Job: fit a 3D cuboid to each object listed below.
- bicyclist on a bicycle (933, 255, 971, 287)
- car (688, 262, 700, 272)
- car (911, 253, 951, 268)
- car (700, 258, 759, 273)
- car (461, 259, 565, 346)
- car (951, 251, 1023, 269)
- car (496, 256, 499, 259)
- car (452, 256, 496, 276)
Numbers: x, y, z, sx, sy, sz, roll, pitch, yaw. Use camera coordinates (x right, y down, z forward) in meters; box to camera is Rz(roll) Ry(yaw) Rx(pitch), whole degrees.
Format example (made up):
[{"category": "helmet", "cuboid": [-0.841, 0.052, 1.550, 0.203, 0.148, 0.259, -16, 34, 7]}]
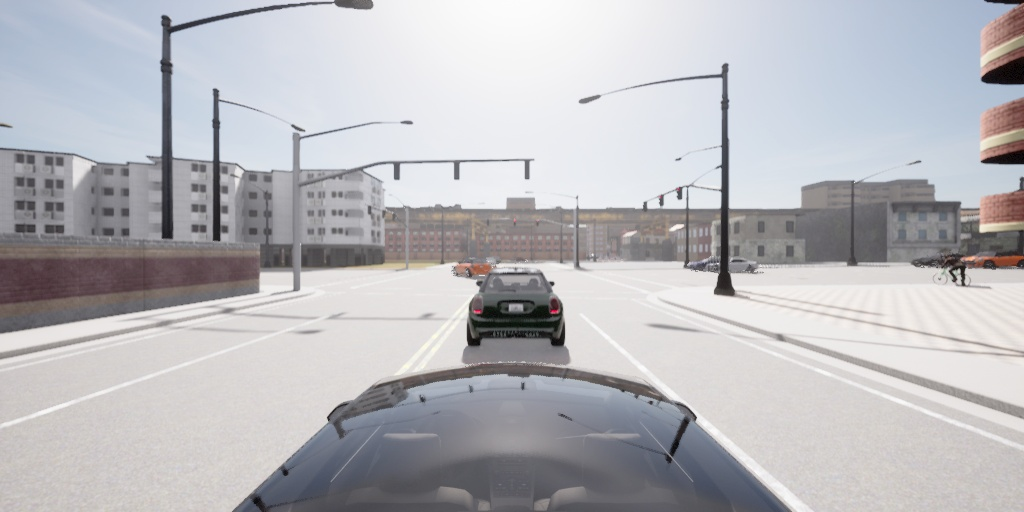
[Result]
[{"category": "bicyclist on a bicycle", "cuboid": [22.671, 0.756, 18.517, 0.582, 1.620, 1.656, -1, 0, 1]}, {"category": "car", "cuboid": [21.410, 0.900, 38.534, 4.674, 1.442, 1.812, -1, 0, 1]}, {"category": "car", "cuboid": [45.375, 0.474, 37.991, 4.892, 1.490, 1.837, 0, 0, 2]}, {"category": "car", "cuboid": [21.444, 0.915, 35.050, 4.674, 1.442, 1.812, -1, 0, 2]}, {"category": "car", "cuboid": [0.091, 1.062, 9.428, 2.097, 1.767, 4.553, 0, 0, 0]}, {"category": "car", "cuboid": [46.033, 0.323, 34.470, 4.553, 1.767, 2.097, -1, 0, 2]}, {"category": "car", "cuboid": [-3.498, 0.979, 58.111, 1.812, 1.442, 4.674, 0, 0, 0]}, {"category": "car", "cuboid": [-3.636, 0.919, 31.775, 2.097, 1.767, 4.553, -1, 1, -30]}]
